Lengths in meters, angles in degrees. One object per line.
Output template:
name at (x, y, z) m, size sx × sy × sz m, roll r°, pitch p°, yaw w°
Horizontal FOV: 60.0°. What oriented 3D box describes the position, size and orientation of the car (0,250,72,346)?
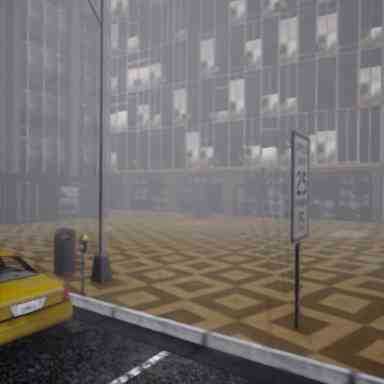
car at (-4.151, 1.592, 5.979) m, size 4.829 × 1.417 × 1.752 m, roll -1°, pitch 1°, yaw 36°
